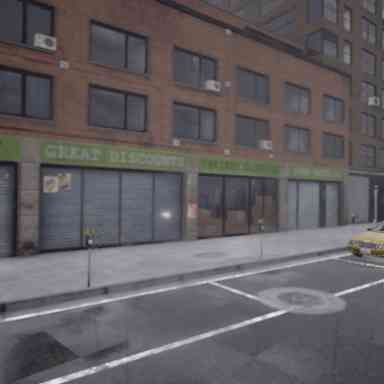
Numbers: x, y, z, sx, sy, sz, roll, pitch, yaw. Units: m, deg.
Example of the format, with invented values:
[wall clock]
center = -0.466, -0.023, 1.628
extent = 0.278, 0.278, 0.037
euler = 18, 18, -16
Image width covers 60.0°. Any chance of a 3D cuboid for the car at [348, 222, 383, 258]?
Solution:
[car]
center = 7.581, 1.604, 12.161
extent = 4.829, 1.417, 1.752
euler = 0, 0, -35
